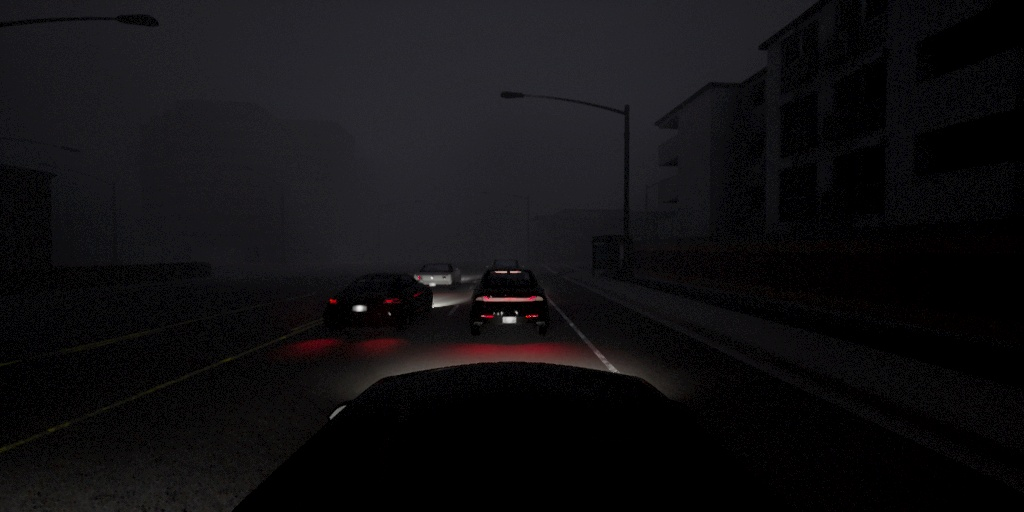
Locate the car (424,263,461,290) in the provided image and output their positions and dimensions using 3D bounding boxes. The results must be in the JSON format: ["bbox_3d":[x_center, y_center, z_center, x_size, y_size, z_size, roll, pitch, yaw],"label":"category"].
[{"bbox_3d":[-3.840,1.029,19.209,1.895,1.301,4.718,0,1,-2],"label":"car"}]

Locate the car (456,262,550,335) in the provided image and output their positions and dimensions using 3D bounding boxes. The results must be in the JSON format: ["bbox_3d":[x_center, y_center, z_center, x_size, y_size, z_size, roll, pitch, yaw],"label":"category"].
[{"bbox_3d":[-0.091,1.088,9.963,2.128,1.511,4.902,0,1,-1],"label":"car"}]

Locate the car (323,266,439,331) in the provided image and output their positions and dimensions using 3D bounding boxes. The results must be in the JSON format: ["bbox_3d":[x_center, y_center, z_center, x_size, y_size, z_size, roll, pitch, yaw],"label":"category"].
[{"bbox_3d":[-3.597,1.156,10.364,1.994,1.385,4.181,0,1,-1],"label":"car"}]

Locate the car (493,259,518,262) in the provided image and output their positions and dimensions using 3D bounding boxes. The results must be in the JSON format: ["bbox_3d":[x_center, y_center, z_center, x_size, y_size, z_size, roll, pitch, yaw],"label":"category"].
[{"bbox_3d":[-0.350,0.915,19.310,2.128,1.511,4.902,0,1,-2],"label":"car"}]
